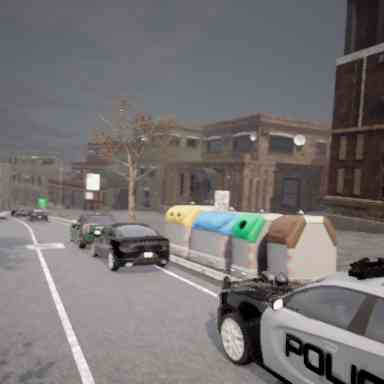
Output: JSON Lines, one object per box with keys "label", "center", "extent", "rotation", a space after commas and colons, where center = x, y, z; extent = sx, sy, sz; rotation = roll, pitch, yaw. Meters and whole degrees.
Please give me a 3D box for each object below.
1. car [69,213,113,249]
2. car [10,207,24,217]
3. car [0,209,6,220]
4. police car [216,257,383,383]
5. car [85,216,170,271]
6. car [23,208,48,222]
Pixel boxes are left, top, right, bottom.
{"label": "car", "center": [-5.267, 1.901, 17.930], "extent": [2.097, 1.767, 4.553], "rotation": [1, -2, -27]}
{"label": "car", "center": [-25.039, 2.926, 48.418], "extent": [1.994, 1.385, 4.181], "rotation": [1, -2, -40]}
{"label": "car", "center": [-24.451, 2.794, 41.529], "extent": [1.895, 1.301, 4.718], "rotation": [1, -2, -36]}
{"label": "police car", "center": [2.070, 1.576, 3.789], "extent": [1.930, 1.638, 5.238], "rotation": [1, -2, -27]}
{"label": "car", "center": [-2.507, 1.878, 12.606], "extent": [1.882, 1.535, 5.008], "rotation": [1, -2, -27]}
{"label": "car", "center": [-17.913, 2.622, 38.389], "extent": [1.812, 1.442, 4.674], "rotation": [1, -2, -33]}
